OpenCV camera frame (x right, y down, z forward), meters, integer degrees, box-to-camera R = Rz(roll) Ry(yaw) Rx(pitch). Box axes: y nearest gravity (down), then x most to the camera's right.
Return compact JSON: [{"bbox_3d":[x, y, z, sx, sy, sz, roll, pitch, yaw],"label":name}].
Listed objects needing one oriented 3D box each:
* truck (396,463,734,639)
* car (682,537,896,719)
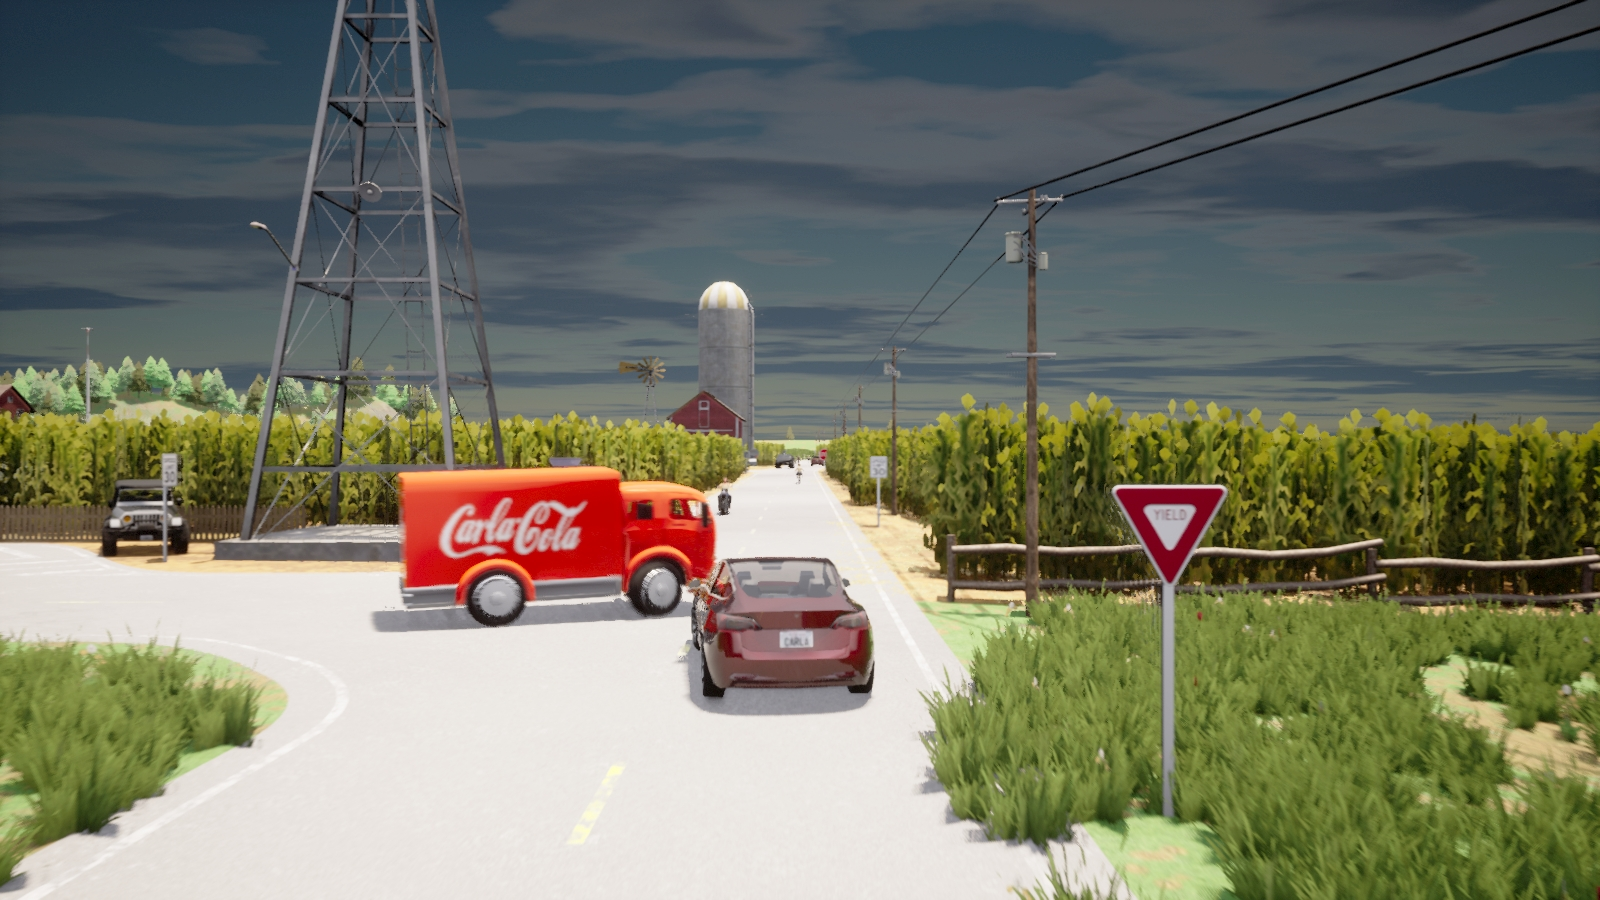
[{"bbox_3d":[-4.001,1.535,19.270,5.204,2.467,2.627,-1,1,-21],"label":"truck"},{"bbox_3d":[-0.353,2.043,14.401,2.163,1.488,4.792,0,0,-7],"label":"car"}]
